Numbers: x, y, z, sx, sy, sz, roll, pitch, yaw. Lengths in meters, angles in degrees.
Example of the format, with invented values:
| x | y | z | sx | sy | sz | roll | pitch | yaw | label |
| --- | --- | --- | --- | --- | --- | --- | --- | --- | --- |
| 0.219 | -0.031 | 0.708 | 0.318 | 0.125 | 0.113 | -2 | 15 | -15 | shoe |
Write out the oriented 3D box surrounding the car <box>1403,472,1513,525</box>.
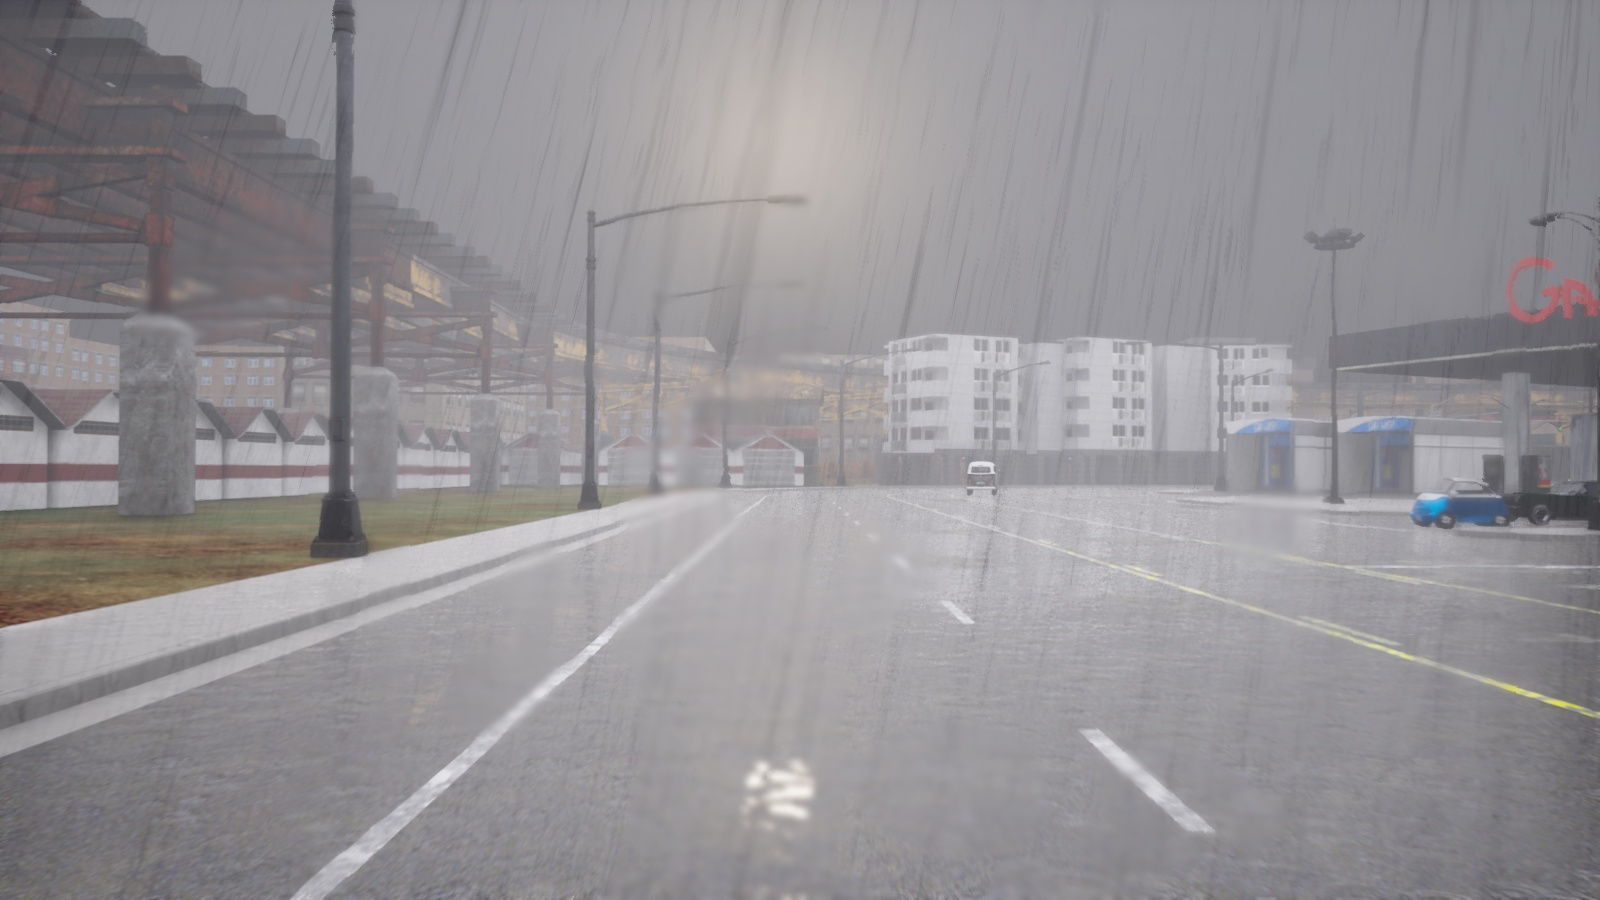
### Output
| x | y | z | sx | sy | sz | roll | pitch | yaw | label |
| --- | --- | --- | --- | --- | --- | --- | --- | --- | --- |
| 17.762 | 1.305 | 33.945 | 2.207 | 1.376 | 1.481 | 0 | -1 | 1 | car |

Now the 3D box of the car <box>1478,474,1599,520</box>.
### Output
| x | y | z | sx | sy | sz | roll | pitch | yaw | label |
| --- | --- | --- | --- | --- | --- | --- | --- | --- | --- |
| 23.091 | 1.383 | 37.445 | 4.718 | 1.301 | 1.895 | 0 | -1 | 0 | car |

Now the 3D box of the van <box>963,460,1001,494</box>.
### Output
| x | y | z | sx | sy | sz | roll | pitch | yaw | label |
| --- | --- | --- | --- | --- | --- | --- | --- | --- | --- |
| 11.332 | 1.654 | 77.855 | 2.069 | 2.038 | 4.480 | -1 | -1 | 11 | van |
